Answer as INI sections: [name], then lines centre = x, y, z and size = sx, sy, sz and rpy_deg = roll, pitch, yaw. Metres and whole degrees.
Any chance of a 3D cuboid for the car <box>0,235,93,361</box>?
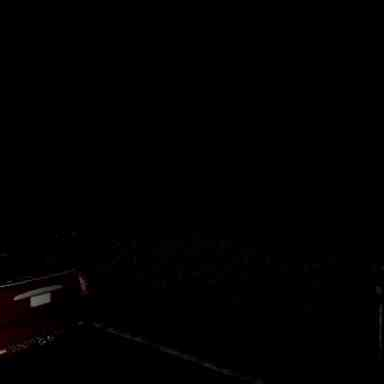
[car]
centre = -3.564, 1.440, 5.502
size = 4.097, 1.590, 1.967
rpy_deg = 0, 0, 36
